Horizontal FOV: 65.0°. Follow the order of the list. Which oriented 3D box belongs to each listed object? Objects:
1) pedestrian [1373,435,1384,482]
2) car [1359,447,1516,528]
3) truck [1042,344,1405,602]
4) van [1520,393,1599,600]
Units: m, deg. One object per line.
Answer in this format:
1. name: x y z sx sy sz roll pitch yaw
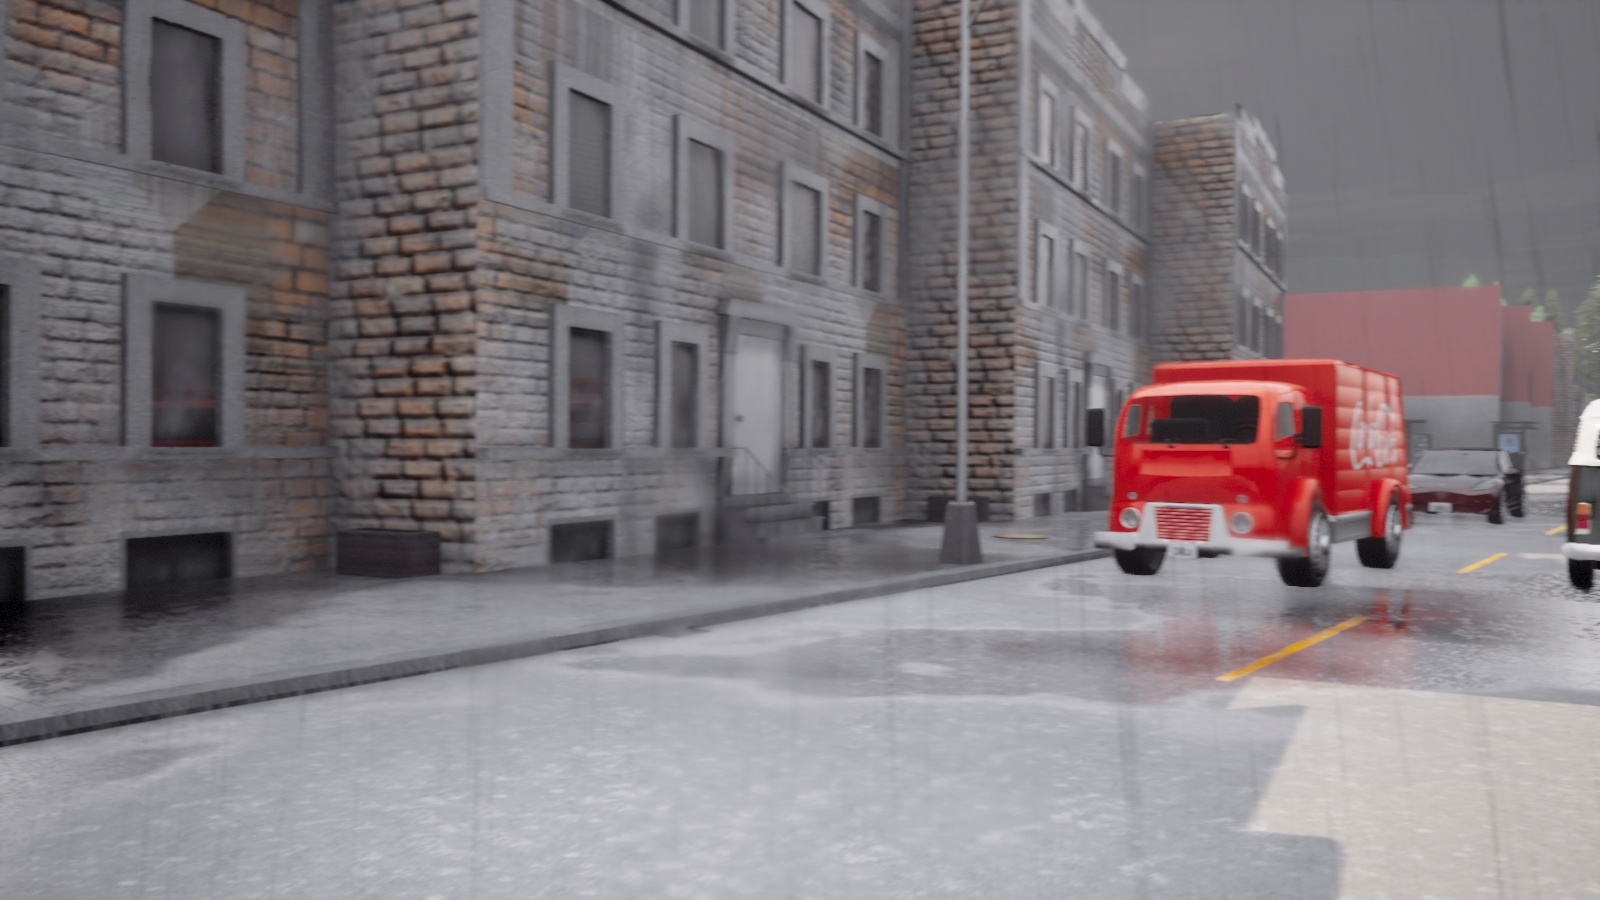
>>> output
1. pedestrian: 22.690 0.337 49.226 0.345 1.836 0.594 1 0 21
2. car: 13.311 0.694 26.050 2.163 1.488 4.792 1 0 36
3. truck: 5.213 0.208 14.890 2.627 2.467 5.204 1 0 36
4. van: 9.493 0.462 13.982 2.069 2.038 4.480 1 0 36
